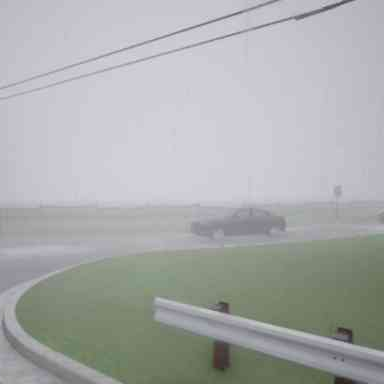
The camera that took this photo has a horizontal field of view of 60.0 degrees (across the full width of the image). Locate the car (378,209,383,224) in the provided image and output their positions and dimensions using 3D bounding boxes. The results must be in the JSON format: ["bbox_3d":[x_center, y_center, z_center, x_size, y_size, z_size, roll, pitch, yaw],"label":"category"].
[{"bbox_3d":[15.214,1.355,23.378,4.553,1.767,2.097,0,0,-30],"label":"car"}]

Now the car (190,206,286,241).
[{"bbox_3d":[2.351,1.492,16.746,5.008,1.535,1.882,0,0,-22],"label":"car"}]
